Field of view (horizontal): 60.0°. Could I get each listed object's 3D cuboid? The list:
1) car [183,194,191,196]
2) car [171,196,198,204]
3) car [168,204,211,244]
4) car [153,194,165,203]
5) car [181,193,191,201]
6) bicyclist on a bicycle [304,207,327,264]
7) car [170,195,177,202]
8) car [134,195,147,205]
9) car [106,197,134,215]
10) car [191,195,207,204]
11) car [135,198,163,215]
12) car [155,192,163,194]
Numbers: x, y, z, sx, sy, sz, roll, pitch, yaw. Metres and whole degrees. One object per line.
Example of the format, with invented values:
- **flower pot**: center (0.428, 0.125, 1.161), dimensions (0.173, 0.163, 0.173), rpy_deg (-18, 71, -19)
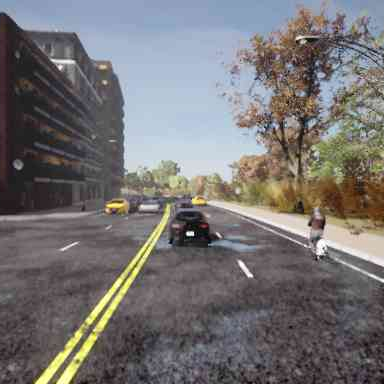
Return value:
- **car**: center (-0.201, 1.398, 67.857), dimensions (2.128, 1.511, 4.902), rpy_deg (0, 0, -6)
- **car**: center (-0.812, 1.450, 33.672), dimensions (2.128, 1.511, 4.902), rpy_deg (0, 0, -3)
- **car**: center (-0.127, 1.508, 15.655), dimensions (1.812, 1.442, 4.674), rpy_deg (0, 0, -1)
- **car**: center (-5.374, 1.439, 51.568), dimensions (1.837, 1.490, 4.892), rpy_deg (0, 0, -4)
- **car**: center (-1.449, 1.228, 79.380), dimensions (2.097, 1.767, 4.553), rpy_deg (0, 0, -7)
- **bicyclist on a bicycle**: center (4.018, 1.356, 10.914), dimensions (0.659, 1.776, 1.843), rpy_deg (0, 0, -1)
- **car**: center (-3.749, 1.419, 70.621), dimensions (2.128, 1.511, 4.902), rpy_deg (0, 0, -6)
- **car**: center (-8.731, 1.425, 52.909), dimensions (2.128, 1.511, 4.902), rpy_deg (0, 0, -4)
- **car**: center (-7.542, 1.440, 34.201), dimensions (1.882, 1.535, 5.008), rpy_deg (0, 0, -3)
- **car**: center (1.226, 1.402, 52.684), dimensions (1.882, 1.535, 5.008), rpy_deg (0, 0, -4)
- **car**: center (-4.252, 1.562, 33.620), dimensions (1.895, 1.301, 4.718), rpy_deg (0, 0, -3)
- **car**: center (-6.712, 1.040, 67.632), dimensions (2.150, 2.045, 5.566), rpy_deg (0, 0, -6)
